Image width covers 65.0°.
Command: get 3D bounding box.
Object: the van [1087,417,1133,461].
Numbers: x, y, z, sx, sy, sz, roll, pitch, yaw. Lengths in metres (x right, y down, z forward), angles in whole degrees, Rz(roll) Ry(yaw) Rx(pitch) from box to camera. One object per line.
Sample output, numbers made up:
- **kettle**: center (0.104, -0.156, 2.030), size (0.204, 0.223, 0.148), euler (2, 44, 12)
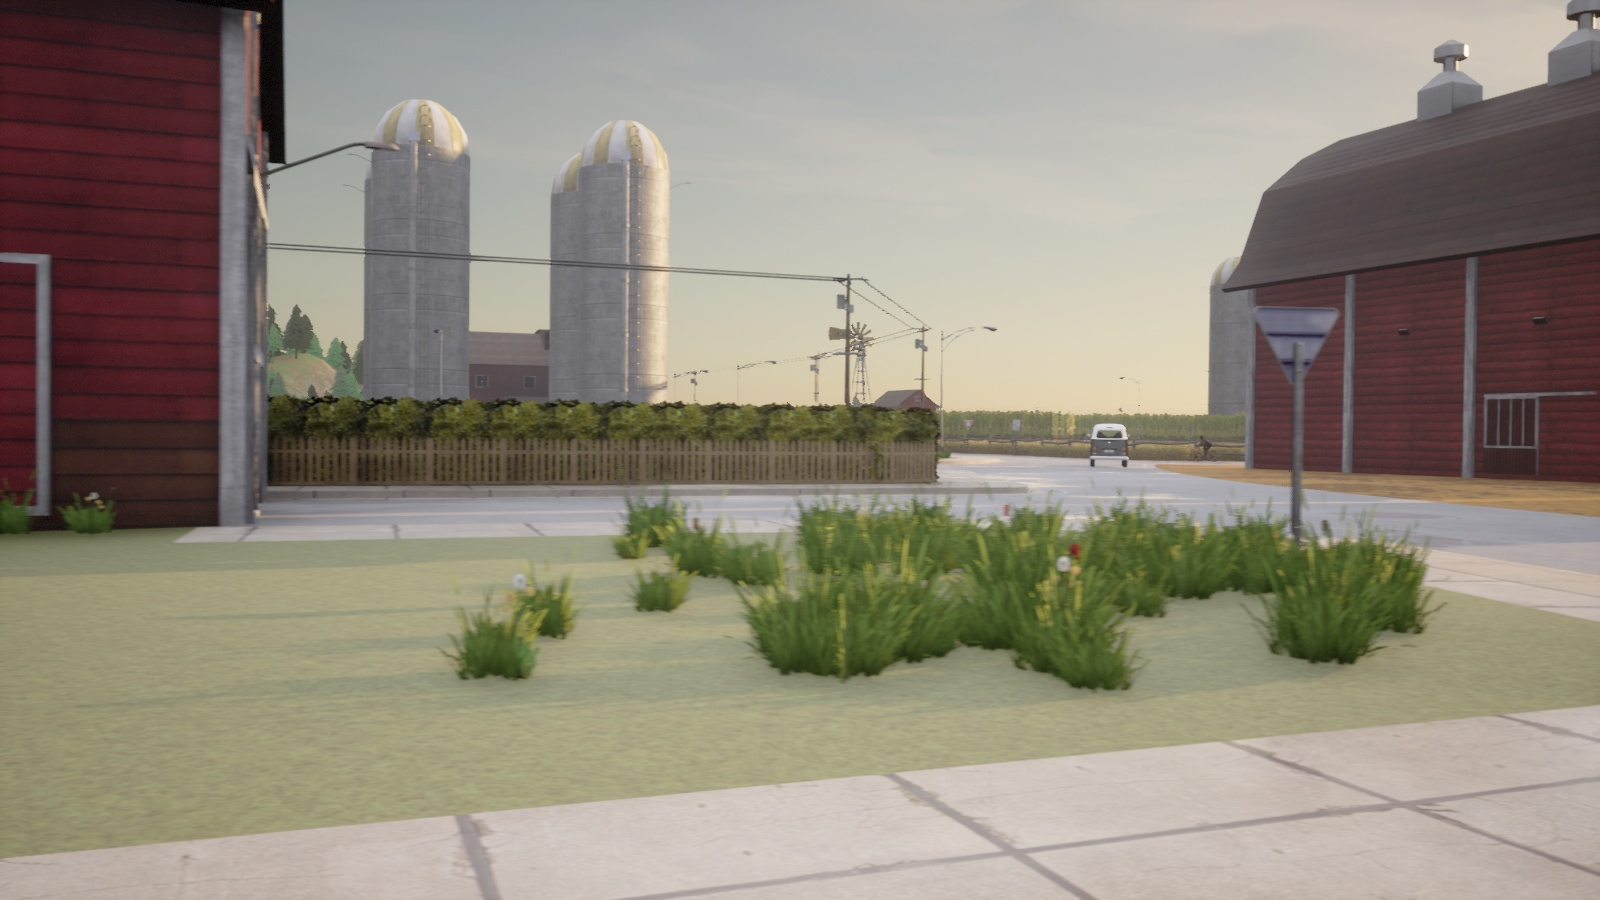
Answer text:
- **van**: center (14.882, -0.542, 60.459), size (2.069, 2.038, 4.480), euler (0, 1, 13)
